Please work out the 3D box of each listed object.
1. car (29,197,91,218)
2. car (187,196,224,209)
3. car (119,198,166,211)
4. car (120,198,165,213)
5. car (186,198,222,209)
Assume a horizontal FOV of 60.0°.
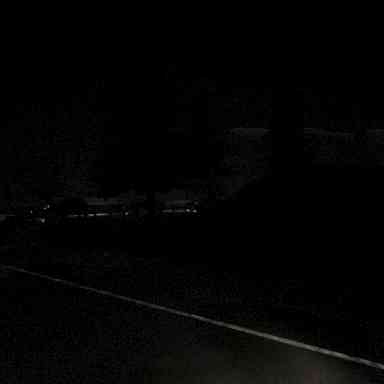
[{"bbox_3d":[-11.353,1.260,29.351,2.097,1.767,4.553,0,0,41],"label":"car"},{"bbox_3d":[1.779,1.276,41.503,4.553,1.767,2.097,0,0,-35],"label":"car"},{"bbox_3d":[-5.898,1.448,39.863,5.357,1.411,2.033,0,0,-42],"label":"car"},{"bbox_3d":[-5.147,1.406,35.766,4.902,1.511,2.128,0,0,-42],"label":"car"},{"bbox_3d":[1.668,1.514,45.751,4.718,1.301,1.895,0,0,-35],"label":"car"}]
